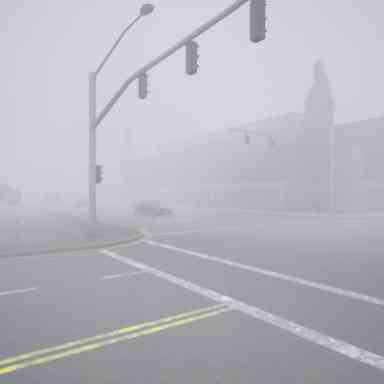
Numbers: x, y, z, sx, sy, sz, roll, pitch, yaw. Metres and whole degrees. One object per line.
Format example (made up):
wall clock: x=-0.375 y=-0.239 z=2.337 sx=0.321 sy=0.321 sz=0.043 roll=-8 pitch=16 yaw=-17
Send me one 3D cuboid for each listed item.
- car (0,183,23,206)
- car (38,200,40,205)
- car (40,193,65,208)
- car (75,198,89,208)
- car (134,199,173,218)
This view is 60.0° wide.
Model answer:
car: x=-20.885 y=-0.096 z=36.292 sx=4.181 sy=1.994 sz=1.385 roll=18 pitch=-43 yaw=-5
car: x=-23.951 y=1.584 z=54.770 sx=1.994 sy=1.385 sz=4.181 roll=0 pitch=0 yaw=-34
car: x=-20.660 y=1.207 z=49.827 sx=2.150 sy=2.045 sz=5.566 roll=0 pitch=0 yaw=-34
car: x=-15.693 y=1.542 z=48.546 sx=1.994 sy=1.385 sz=4.181 roll=0 pitch=0 yaw=-33
car: x=-3.587 y=1.457 z=30.387 sx=1.882 sy=1.535 sz=5.008 roll=0 pitch=0 yaw=-34
